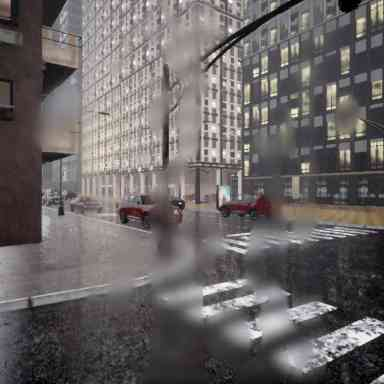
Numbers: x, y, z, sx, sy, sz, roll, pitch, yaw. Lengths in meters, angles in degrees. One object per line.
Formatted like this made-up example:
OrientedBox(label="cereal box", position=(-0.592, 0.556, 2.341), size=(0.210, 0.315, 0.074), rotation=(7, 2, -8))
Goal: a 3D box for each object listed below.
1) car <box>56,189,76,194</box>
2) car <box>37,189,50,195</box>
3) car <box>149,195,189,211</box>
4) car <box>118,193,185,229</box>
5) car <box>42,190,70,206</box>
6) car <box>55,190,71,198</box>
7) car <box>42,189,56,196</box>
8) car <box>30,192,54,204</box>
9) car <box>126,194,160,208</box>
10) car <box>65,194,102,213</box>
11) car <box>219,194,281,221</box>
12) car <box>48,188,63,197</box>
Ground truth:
OrientedBox(label="car", position=(-19.516, 0.516, 52.476), size=(1.837, 1.490, 4.892), rotation=(0, 1, -36))
OrientedBox(label="car", position=(-34.935, -0.011, 78.143), size=(1.887, 1.381, 4.507), rotation=(1, 0, -36))
OrientedBox(label="car", position=(-2.342, 1.070, 33.256), size=(1.947, 1.339, 4.313), rotation=(1, 0, -36))
OrientedBox(label="car", position=(-2.562, 1.008, 19.306), size=(2.192, 1.841, 5.009), rotation=(2, 0, -36))
OrientedBox(label="car", position=(-15.603, 0.826, 37.257), size=(2.008, 1.369, 4.403), rotation=(2, 0, -36))
OrientedBox(label="car", position=(-25.157, 0.309, 64.677), size=(1.887, 1.381, 4.507), rotation=(1, 0, -36))
OrientedBox(label="car", position=(-31.675, 0.096, 73.654), size=(1.887, 1.381, 4.507), rotation=(1, 0, -36))
OrientedBox(label="car", position=(-18.862, 0.752, 41.744), size=(1.802, 1.307, 4.206), rotation=(2, 0, -36))
OrientedBox(label="car", position=(-5.602, 0.965, 37.745), size=(1.947, 1.339, 4.313), rotation=(1, 0, -36))
OrientedBox(label="car", position=(-9.086, 1.067, 28.282), size=(1.802, 1.307, 4.206), rotation=(2, 0, -36))
OrientedBox(label="car", position=(4.182, 1.027, 24.278), size=(2.192, 1.841, 5.009), rotation=(1, 0, -36))
OrientedBox(label="car", position=(-28.413, 0.098, 69.165), size=(1.967, 1.590, 4.097), rotation=(1, 0, -36))
